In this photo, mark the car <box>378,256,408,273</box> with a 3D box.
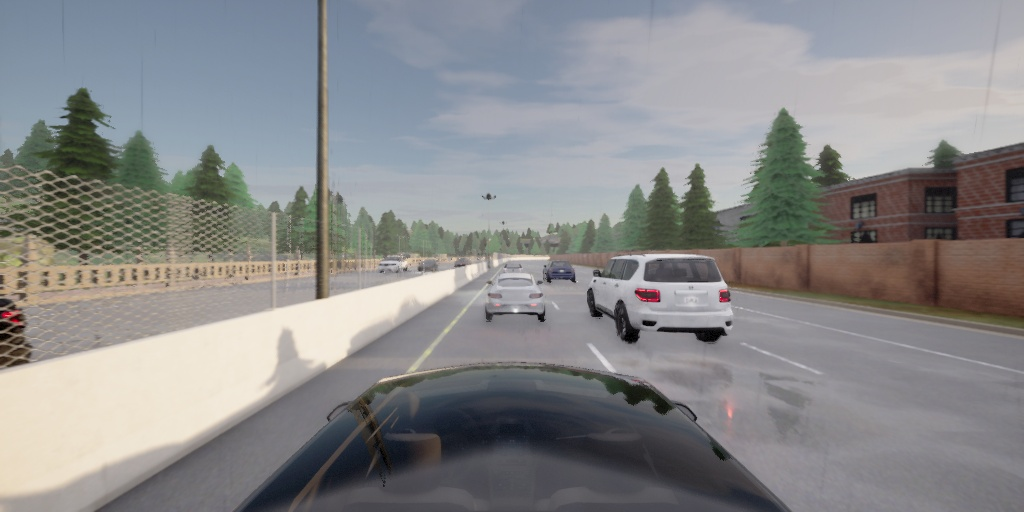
[{"bbox_3d":[-14.081,0.977,42.868,2.150,2.045,5.566,0,0,0],"label":"car"}]

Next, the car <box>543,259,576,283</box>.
[{"bbox_3d":[3.604,1.104,28.086,2.097,1.767,4.553,0,0,0],"label":"car"}]

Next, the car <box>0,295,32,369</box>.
[{"bbox_3d":[-7.101,0.969,2.074,2.150,2.045,5.566,0,0,0],"label":"car"}]

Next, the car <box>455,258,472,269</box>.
[{"bbox_3d":[-7.097,1.106,52.678,2.097,1.767,4.553,0,0,0],"label":"car"}]

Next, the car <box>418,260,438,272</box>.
[{"bbox_3d":[-10.582,1.260,45.799,1.837,1.490,4.892,0,0,0],"label":"car"}]

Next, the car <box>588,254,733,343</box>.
[{"bbox_3d":[3.616,0.972,9.863,2.150,2.045,5.566,0,0,1],"label":"car"}]

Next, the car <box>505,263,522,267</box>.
[{"bbox_3d":[0.105,1.353,33.839,1.895,1.301,4.718,0,0,0],"label":"car"}]

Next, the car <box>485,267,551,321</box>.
[{"bbox_3d":[0.102,1.276,12.349,1.812,1.442,4.674,0,0,0],"label":"car"}]
